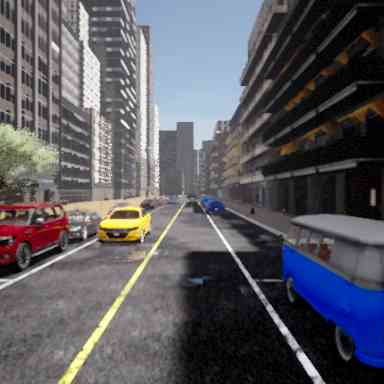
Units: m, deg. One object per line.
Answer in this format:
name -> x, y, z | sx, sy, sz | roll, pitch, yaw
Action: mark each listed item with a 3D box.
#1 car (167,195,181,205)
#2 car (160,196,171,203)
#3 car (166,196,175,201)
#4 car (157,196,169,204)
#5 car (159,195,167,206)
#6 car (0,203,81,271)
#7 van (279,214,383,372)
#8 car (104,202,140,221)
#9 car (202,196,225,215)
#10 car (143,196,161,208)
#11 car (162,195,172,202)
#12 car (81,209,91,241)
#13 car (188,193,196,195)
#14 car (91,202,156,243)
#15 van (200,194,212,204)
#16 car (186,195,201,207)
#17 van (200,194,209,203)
car -> -3.063, 1.379, 57.546 | 2.097, 1.767, 4.553 | 0, 0, 0
car -> -5.707, 1.597, 71.775 | 2.008, 1.369, 4.403 | 0, 0, 0
car -> -5.711, 1.636, 88.343 | 1.947, 1.339, 4.313 | 0, 0, 0
car -> -5.706, 1.589, 66.251 | 2.008, 1.369, 4.403 | 0, 0, 0
car -> -5.704, 1.464, 55.207 | 1.967, 1.590, 4.097 | 0, 0, 0
car -> -5.695, 1.315, 11.023 | 2.192, 1.841, 5.009 | 0, 0, 0
van -> 2.687, 1.341, 5.502 | 1.690, 1.788, 3.998 | 0, 0, 0
car -> -5.698, 1.556, 27.592 | 2.008, 1.369, 4.403 | 0, 0, 0
car -> 2.354, 1.486, 34.492 | 1.882, 1.535, 5.008 | 0, 0, 0
car -> -5.701, 1.580, 44.160 | 1.947, 1.339, 4.313 | 0, 0, 0
car -> -5.709, 1.494, 77.298 | 1.967, 1.590, 4.097 | 0, 0, 0
car -> -5.696, 1.552, 16.547 | 2.008, 1.369, 4.403 | 0, 0, 0
car -> -0.009, 1.263, 66.741 | 2.150, 2.045, 5.566 | 0, 0, 0
car -> -3.102, 1.479, 16.207 | 1.882, 1.535, 5.008 | 0, 0, 0
van -> 2.676, 1.366, 55.208 | 1.690, 1.788, 3.998 | 0, 0, 0
car -> -0.008, 1.622, 52.352 | 1.895, 1.301, 4.718 | 0, 0, 0
van -> 2.673, 1.387, 71.776 | 1.690, 1.788, 3.998 | 0, 0, 0
